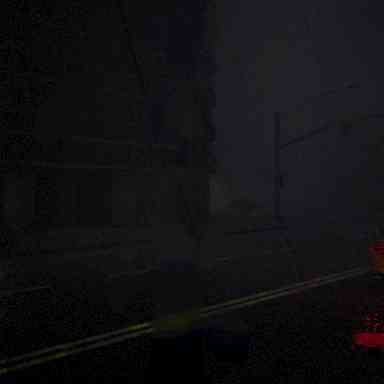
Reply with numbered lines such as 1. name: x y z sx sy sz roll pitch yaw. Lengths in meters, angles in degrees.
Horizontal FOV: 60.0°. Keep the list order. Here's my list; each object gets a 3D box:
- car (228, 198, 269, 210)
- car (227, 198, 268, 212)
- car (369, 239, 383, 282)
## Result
1. car: 7.062 1.474 42.261 2.033 1.411 5.357 0 0 -35
2. car: 5.989 1.427 37.684 2.128 1.511 4.902 0 0 -35
3. car: 6.444 1.454 8.381 5.008 1.535 1.882 -1 0 -35
